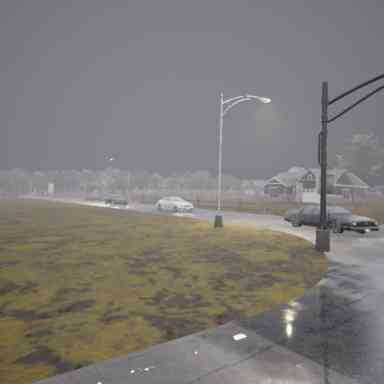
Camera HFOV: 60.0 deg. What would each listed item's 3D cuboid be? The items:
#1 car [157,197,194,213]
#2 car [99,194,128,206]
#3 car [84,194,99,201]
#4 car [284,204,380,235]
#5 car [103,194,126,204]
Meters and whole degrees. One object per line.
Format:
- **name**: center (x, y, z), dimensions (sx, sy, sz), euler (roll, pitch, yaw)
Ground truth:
- **car**: center (-1.698, 1.170, 31.831), dimensions (1.812, 1.442, 4.674), euler (2, -1, -36)
- **car**: center (-10.013, 1.000, 43.533), dimensions (1.837, 1.490, 4.892), euler (2, 1, -35)
- **car**: center (-18.166, 1.007, 61.169), dimensions (2.033, 1.411, 5.357), euler (2, -1, -35)
- **car**: center (7.189, 1.367, 17.863), dimensions (2.033, 1.411, 5.357), euler (2, 0, -21)
- **car**: center (-12.366, 1.087, 53.019), dimensions (1.994, 1.385, 4.181), euler (2, -1, -35)
